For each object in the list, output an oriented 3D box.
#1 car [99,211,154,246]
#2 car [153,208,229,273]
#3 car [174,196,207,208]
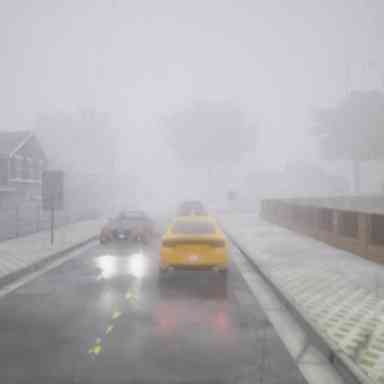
[{"bbox_3d":[-2.852,1.600,15.434,1.994,1.385,4.181,0,0,0],"label":"car"},{"bbox_3d":[0.061,1.503,10.789,1.882,1.535,5.008,0,0,1],"label":"car"},{"bbox_3d":[0.038,1.410,24.440,2.097,1.767,4.553,0,0,0],"label":"car"}]
